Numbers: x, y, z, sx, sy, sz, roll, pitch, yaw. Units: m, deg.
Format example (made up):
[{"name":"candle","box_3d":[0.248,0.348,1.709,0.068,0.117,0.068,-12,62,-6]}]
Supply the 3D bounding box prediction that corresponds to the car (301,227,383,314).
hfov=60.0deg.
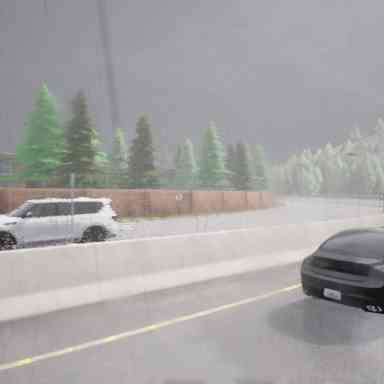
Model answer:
[{"name":"car","box_3d":[4.329,1.552,7.363,4.892,1.490,1.837,0,0,-40]}]

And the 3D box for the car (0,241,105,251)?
[{"name":"car","box_3d":[-5.640,1.248,12.927,5.566,2.045,2.150,0,0,-37]}]
